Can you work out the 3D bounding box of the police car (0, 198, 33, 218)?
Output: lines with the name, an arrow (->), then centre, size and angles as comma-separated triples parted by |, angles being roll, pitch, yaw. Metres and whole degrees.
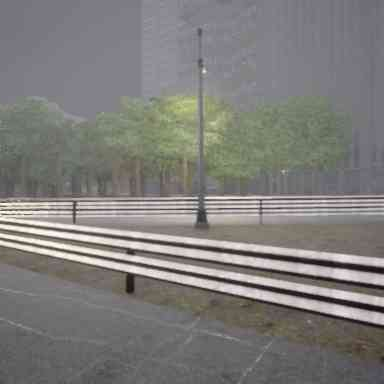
police car -> -14.796, 1.216, 25.245 | 4.974, 1.542, 2.038 | 0, 0, 12
